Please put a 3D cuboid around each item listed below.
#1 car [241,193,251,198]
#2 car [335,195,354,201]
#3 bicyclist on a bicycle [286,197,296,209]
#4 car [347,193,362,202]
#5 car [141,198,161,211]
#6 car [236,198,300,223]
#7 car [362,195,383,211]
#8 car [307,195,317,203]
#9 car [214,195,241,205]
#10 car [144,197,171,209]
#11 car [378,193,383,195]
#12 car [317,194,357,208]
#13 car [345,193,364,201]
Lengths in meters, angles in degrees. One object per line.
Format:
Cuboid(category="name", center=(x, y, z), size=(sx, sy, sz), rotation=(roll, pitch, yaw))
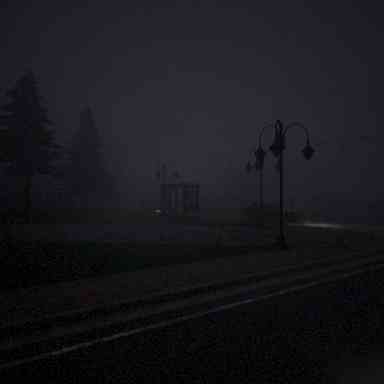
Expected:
Cuboid(category="car", center=(8.224, 1.337, 58.825), size=(2.152, 1.636, 5.027), rotation=(0, 0, -36))
Cuboid(category="car", center=(36.086, 1.360, 78.758), size=(1.970, 1.475, 3.806), rotation=(0, 0, -36))
Cuboid(category="bicyclist on a bicycle", center=(9.968, 1.310, 33.567), size=(1.656, 1.620, 0.582), rotation=(0, 0, -36))
Cuboid(category="car", center=(30.485, 1.300, 65.223), size=(2.007, 1.523, 4.514), rotation=(0, 0, -36))
Cuboid(category="car", center=(-4.564, 1.574, 40.853), size=(1.994, 1.385, 4.181), rotation=(0, 0, -36))
Cuboid(category="car", center=(6.071, 1.488, 26.208), size=(1.882, 1.535, 5.008), rotation=(0, 0, -36))
Cuboid(category="car", center=(20.825, 1.381, 35.771), size=(1.845, 1.501, 3.633), rotation=(0, 0, -36))
Cuboid(category="car", center=(22.325, 1.323, 59.455), size=(1.845, 1.501, 3.633), rotation=(0, 0, -36))
Cuboid(category="car", center=(5.701, 1.347, 56.961), size=(2.007, 1.523, 4.514), rotation=(0, 0, -36))
Cuboid(category="car", center=(-4.942, 1.536, 47.463), size=(1.812, 1.442, 4.674), rotation=(0, 0, -36))
Cuboid(category="car", center=(41.040, 1.096, 71.876), size=(1.932, 1.855, 4.605), rotation=(0, 0, -36))
Cuboid(category="car", center=(18.942, 1.391, 43.543), size=(1.970, 1.475, 3.806), rotation=(0, 0, -36))
Cuboid(category="car", center=(39.147, 1.075, 80.190), size=(1.905, 1.878, 3.866), rotation=(0, 0, -36))
